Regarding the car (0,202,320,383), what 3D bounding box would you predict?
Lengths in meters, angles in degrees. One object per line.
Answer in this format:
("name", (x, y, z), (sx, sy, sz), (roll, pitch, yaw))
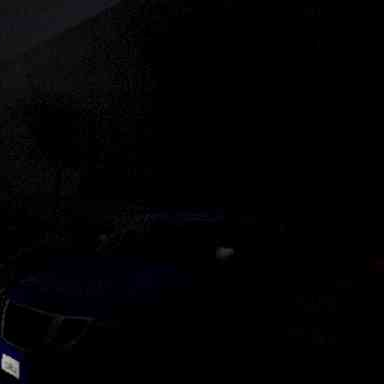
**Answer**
("car", (-0.038, 1.230, 5.274), (2.435, 2.045, 5.566), (0, 0, 36))
